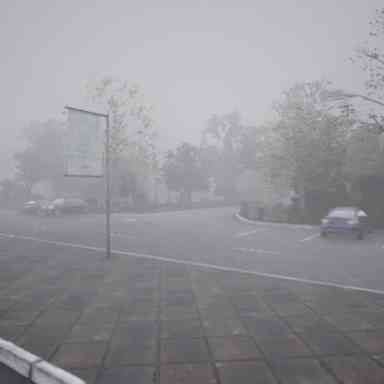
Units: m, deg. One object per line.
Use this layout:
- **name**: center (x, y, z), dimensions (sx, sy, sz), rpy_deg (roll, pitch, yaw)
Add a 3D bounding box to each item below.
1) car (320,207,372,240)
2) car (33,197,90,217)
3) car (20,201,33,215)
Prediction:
- **car**: center (7.891, 1.491, 16.917), dimensions (2.002, 1.452, 4.674), rpy_deg (0, 0, 36)
- **car**: center (-11.889, 1.320, 31.094), dimensions (2.185, 1.767, 4.553), rpy_deg (0, 0, 35)
- **car**: center (-14.511, 1.487, 32.878), dimensions (2.002, 1.452, 4.674), rpy_deg (0, 0, 35)
